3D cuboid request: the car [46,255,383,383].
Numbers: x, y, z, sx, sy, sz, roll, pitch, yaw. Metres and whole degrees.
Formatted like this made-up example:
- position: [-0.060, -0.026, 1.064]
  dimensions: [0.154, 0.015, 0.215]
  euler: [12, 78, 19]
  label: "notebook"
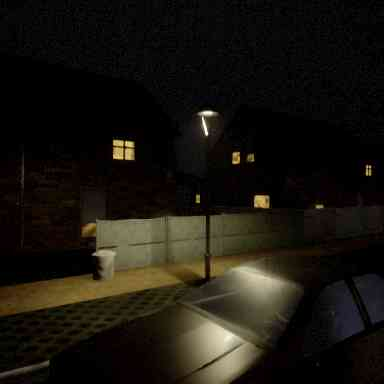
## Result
- position: [1.207, 1.548, 3.930]
  dimensions: [5.357, 1.411, 2.033]
  euler: [0, 0, -35]
  label: "car"
